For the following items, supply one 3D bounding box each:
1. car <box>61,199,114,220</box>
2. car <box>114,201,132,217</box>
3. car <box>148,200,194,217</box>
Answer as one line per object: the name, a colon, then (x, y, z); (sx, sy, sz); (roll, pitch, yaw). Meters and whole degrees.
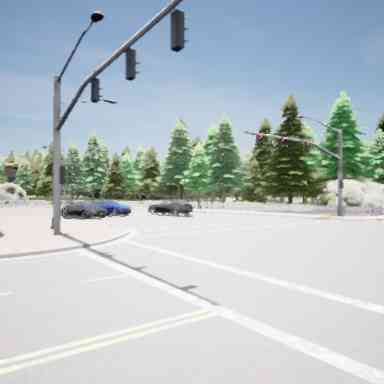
car: (-8.992, 1.547, 27.929); (4.181, 1.385, 1.994); (0, 0, 32)
car: (-7.931, 1.474, 31.397); (5.008, 1.535, 1.882); (0, 0, 30)
car: (-2.108, 1.509, 31.974); (4.902, 1.511, 2.128); (0, 0, 38)
